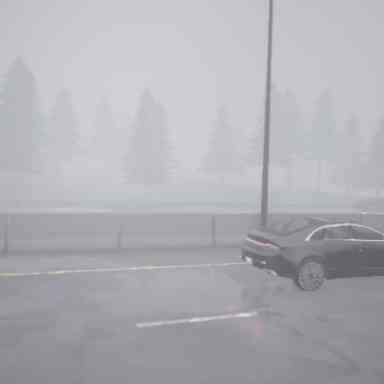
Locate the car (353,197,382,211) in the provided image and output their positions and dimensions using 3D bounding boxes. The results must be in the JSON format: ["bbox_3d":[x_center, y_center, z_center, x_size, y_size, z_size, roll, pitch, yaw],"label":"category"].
[{"bbox_3d":[19.676,1.251,35.484,5.008,1.535,1.882,1,1,-16],"label":"car"}]

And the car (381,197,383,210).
[{"bbox_3d":[21.081,1.451,32.240,4.181,1.385,1.994,1,1,-16],"label":"car"}]

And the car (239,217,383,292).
[{"bbox_3d":[3.610,1.398,8.337,4.902,1.511,2.128,1,1,-18],"label":"car"}]
